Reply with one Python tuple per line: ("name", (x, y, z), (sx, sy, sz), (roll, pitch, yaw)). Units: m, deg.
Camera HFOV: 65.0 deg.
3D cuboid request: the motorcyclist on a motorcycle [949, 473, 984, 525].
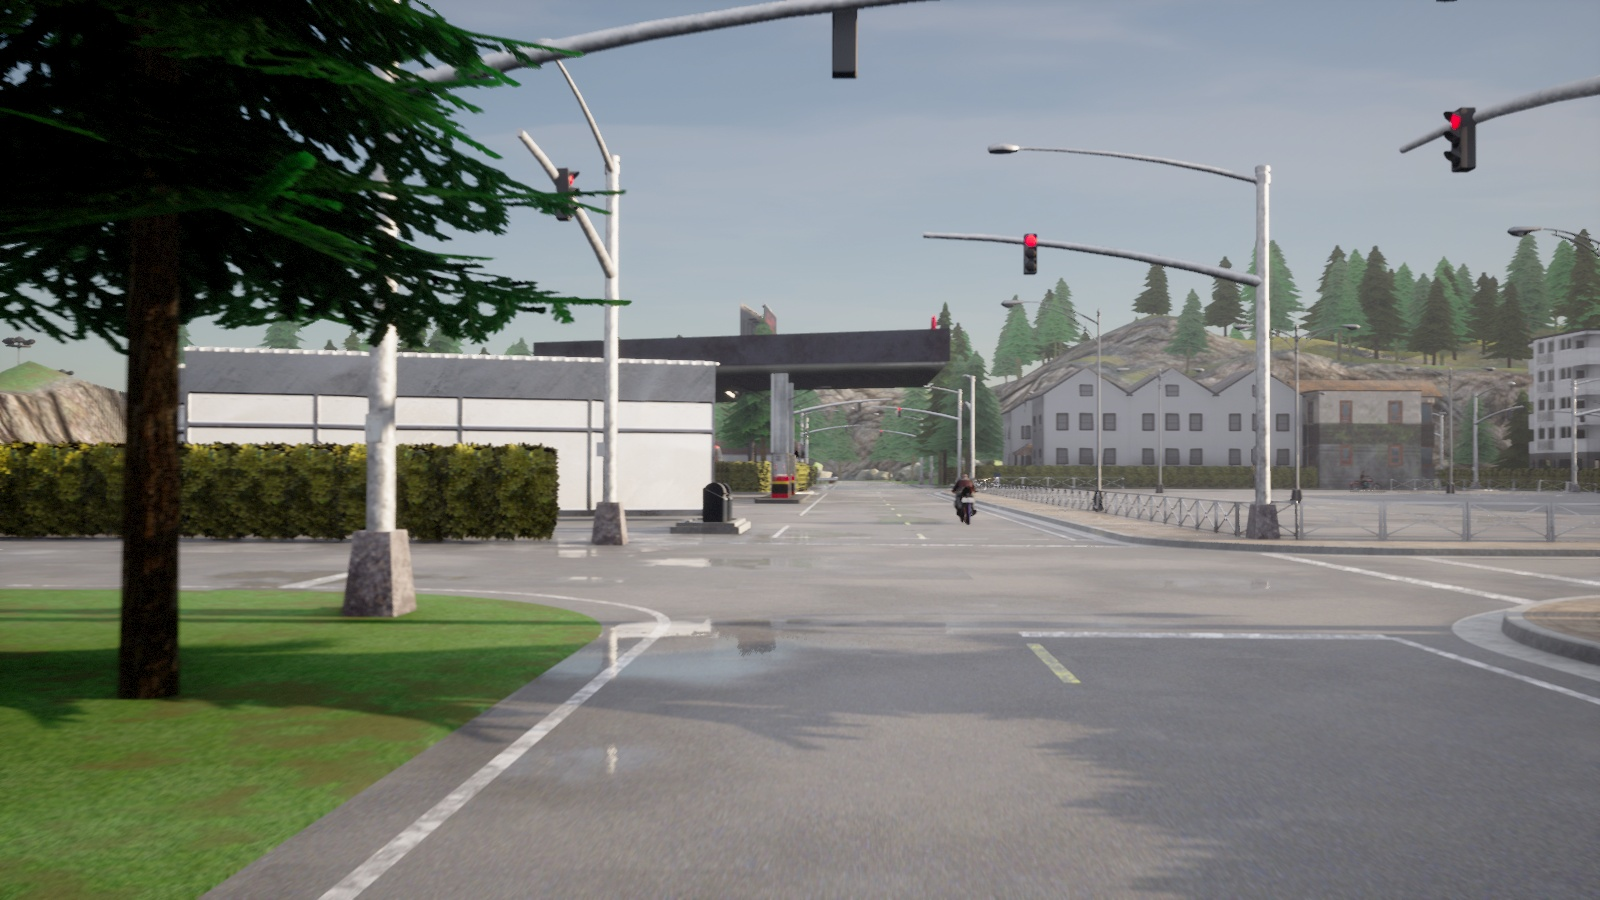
("motorcyclist on a motorcycle", (5.047, 1.474, 38.217), (0.866, 1.530, 2.191), (0, -1, 2))
